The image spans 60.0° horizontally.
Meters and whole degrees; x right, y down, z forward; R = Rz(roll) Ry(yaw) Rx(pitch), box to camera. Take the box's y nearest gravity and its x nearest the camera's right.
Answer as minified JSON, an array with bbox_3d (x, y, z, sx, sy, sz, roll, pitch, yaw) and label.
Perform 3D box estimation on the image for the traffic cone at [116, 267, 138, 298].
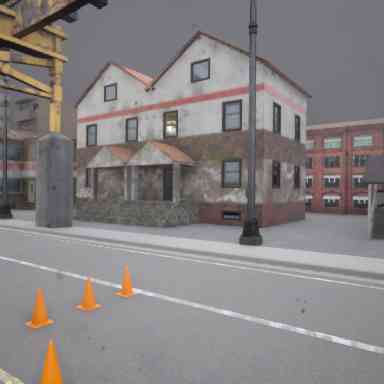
[{"bbox_3d":[-1.426,1.949,7.286,0.340,0.580,0.340,0,0,36],"label":"traffic cone"}]

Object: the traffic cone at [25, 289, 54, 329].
[{"bbox_3d":[-2.595,1.949,5.664,0.340,0.580,0.340,0,0,36],"label":"traffic cone"}]

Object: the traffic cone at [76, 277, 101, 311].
[{"bbox_3d":[-2.011,1.949,6.475,0.340,0.580,0.340,0,0,36],"label":"traffic cone"}]

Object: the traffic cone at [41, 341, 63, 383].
[{"bbox_3d":[-1.558,1.952,3.683,0.340,0.580,0.340,0,0,36],"label":"traffic cone"}]
